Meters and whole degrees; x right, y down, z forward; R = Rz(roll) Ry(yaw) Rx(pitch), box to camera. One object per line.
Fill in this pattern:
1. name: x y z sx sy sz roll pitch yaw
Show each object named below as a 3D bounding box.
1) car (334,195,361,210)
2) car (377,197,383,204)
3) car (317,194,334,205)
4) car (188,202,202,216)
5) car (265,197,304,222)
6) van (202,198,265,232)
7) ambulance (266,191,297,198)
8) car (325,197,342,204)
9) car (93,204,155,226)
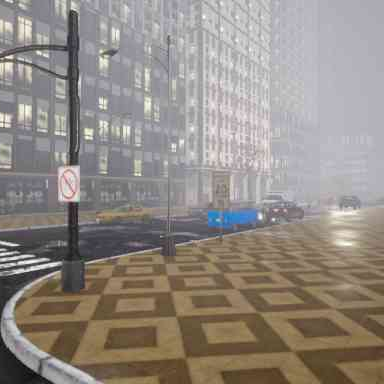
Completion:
1. car: 21.181 1.369 44.520 2.192 1.841 5.009 0 0 38
2. car: 38.183 1.658 66.537 1.947 1.339 4.313 0 0 38
3. car: 25.147 1.381 62.548 2.192 1.841 5.009 0 0 38
4. car: 1.343 1.604 31.722 1.802 1.307 4.206 0 0 38
5. car: 7.580 1.472 26.905 1.967 1.590 4.097 0 0 38
6. van: 2.607 1.368 20.284 1.690 1.788 3.998 0 0 38
7. ambulance: 10.215 1.063 39.013 2.351 2.431 6.366 0 0 38
8. car: 28.547 1.625 66.951 2.008 1.369 4.403 0 0 38
9. car: -4.777 1.540 24.009 1.752 1.417 4.829 0 0 38
